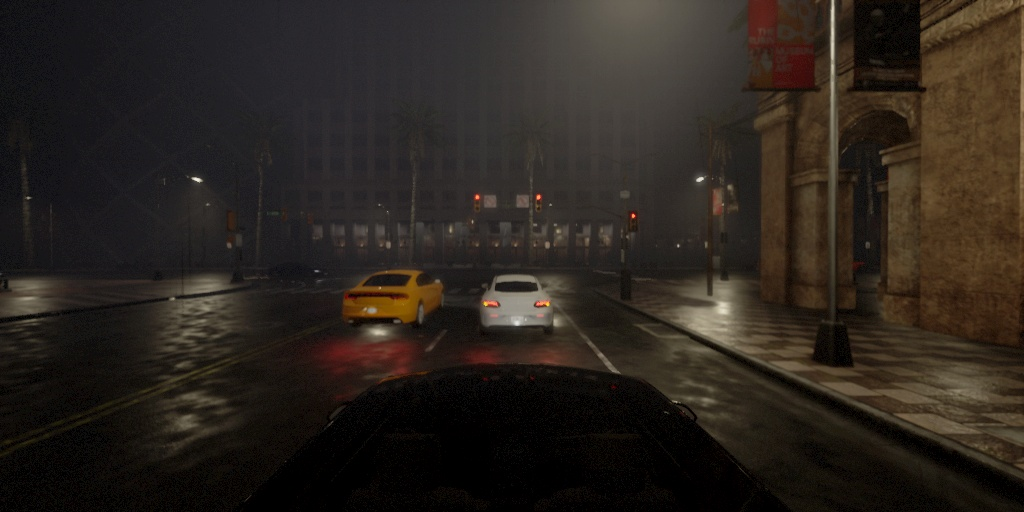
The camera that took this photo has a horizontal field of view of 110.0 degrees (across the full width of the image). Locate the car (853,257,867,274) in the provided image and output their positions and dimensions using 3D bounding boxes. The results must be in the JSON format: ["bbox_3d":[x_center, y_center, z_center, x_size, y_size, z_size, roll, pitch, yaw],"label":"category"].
[{"bbox_3d":[33.176,0.887,36.601,4.553,1.767,2.097,0,0,0],"label":"car"}]

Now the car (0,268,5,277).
[{"bbox_3d":[-42.327,1.139,27.052,4.902,1.511,2.128,1,0,-28],"label":"car"}]

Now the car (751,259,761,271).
[{"bbox_3d":[30.572,0.733,40.113,5.566,2.045,2.150,0,0,0],"label":"car"}]

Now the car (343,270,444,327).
[{"bbox_3d":[-3.416,1.168,11.260,1.882,1.535,5.008,0,0,0],"label":"car"}]

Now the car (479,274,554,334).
[{"bbox_3d":[0.090,1.223,10.261,1.812,1.442,4.674,0,0,-1],"label":"car"}]

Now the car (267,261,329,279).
[{"bbox_3d":[-17.452,1.157,29.272,4.674,1.442,1.812,0,1,4],"label":"car"}]
